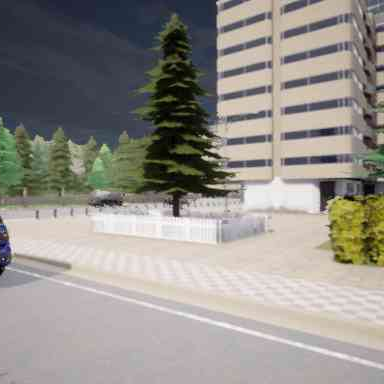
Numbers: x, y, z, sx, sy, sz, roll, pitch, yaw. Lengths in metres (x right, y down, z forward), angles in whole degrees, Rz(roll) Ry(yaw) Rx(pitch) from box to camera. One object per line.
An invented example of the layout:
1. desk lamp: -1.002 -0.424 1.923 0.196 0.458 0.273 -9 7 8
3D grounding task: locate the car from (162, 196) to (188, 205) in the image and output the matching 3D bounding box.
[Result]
1. car: -2.937 1.615 58.576 2.033 1.411 5.357 0 0 36

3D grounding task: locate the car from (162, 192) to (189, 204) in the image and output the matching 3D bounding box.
1. car: -3.087 1.105 64.319 2.150 2.045 5.566 0 0 36

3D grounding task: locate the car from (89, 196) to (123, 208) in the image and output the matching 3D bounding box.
1. car: -12.986 1.293 50.612 2.150 2.045 5.566 0 0 36

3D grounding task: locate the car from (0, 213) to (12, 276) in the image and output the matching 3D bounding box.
1. car: -7.038 1.241 8.951 5.566 2.045 2.150 0 0 36
